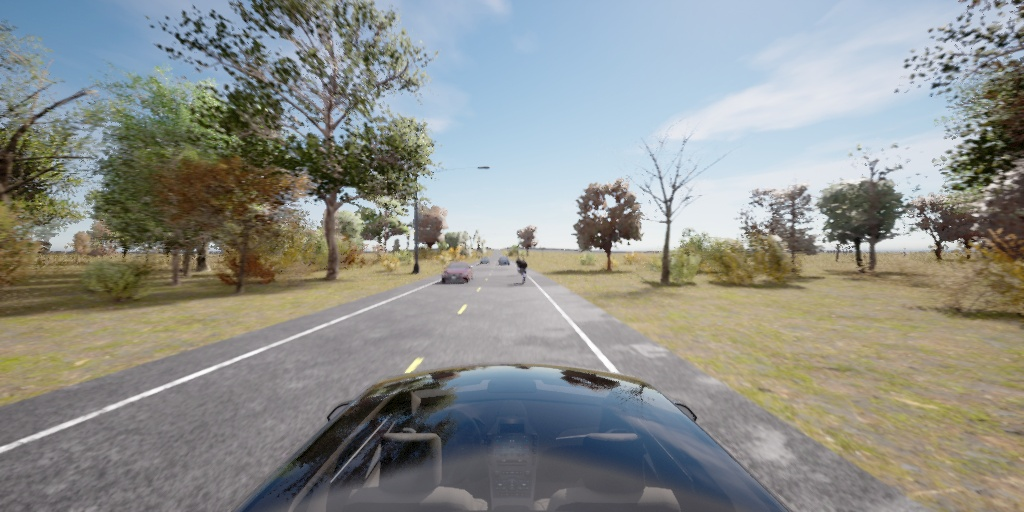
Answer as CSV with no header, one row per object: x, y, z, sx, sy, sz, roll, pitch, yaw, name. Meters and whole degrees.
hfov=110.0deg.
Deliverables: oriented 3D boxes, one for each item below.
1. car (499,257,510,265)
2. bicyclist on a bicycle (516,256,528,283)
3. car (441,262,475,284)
-1.321,0.904,63.913,2.033,1.411,5.357,0,0,-2,car
0.786,0.979,24.203,0.659,1.776,1.843,0,1,-1,bicyclist on a bicycle
-3.786,1.133,25.446,1.812,1.442,4.674,0,0,-1,car
